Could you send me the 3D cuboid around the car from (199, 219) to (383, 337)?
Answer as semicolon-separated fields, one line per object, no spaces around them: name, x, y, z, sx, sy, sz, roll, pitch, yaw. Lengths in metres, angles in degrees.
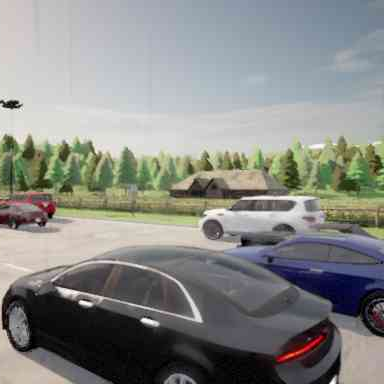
car;2.422;1.515;6.564;4.674;1.442;1.812;0;0;36

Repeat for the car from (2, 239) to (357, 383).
car;-0.669;1.486;4.471;4.892;1.490;1.837;0;0;36

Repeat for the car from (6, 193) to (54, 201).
car;-13.040;1.058;26.210;5.566;2.045;2.150;0;0;36

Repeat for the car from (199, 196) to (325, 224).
car;2.973;1.183;14.774;5.566;2.045;2.150;0;0;36

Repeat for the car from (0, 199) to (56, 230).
car;-10.574;1.398;20.130;4.674;1.442;1.812;0;0;35

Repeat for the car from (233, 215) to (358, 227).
car;3.767;1.584;9.905;4.718;1.301;1.895;0;0;36
